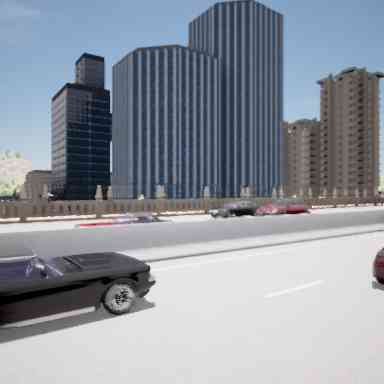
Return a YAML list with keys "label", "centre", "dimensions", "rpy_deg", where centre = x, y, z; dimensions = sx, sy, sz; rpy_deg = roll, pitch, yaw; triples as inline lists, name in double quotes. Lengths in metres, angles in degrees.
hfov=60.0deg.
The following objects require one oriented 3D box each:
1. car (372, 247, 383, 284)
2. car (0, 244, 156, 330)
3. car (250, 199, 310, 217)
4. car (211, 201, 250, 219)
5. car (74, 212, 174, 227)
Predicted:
- label: "car"
  centre: [6.343, 1.565, 8.267]
  dimensions: [4.181, 1.385, 1.994]
  rpy_deg: [0, 0, -35]
- label: "car"
  centre: [-3.044, 1.601, 5.873]
  dimensions: [4.718, 1.301, 1.895]
  rpy_deg: [0, 0, -35]
- label: "car"
  centre: [7.181, 1.354, 26.205]
  dimensions: [4.553, 1.767, 2.097]
  rpy_deg: [0, 0, -35]
- label: "car"
  centre: [3.831, 1.494, 28.139]
  dimensions: [4.902, 1.511, 2.128]
  rpy_deg: [0, 0, -35]
- label: "car"
  centre: [-2.835, 1.602, 14.862]
  dimensions: [4.718, 1.301, 1.895]
  rpy_deg: [0, 0, -35]
